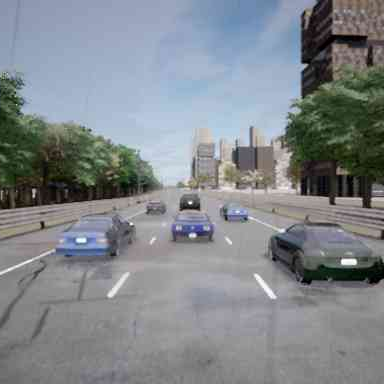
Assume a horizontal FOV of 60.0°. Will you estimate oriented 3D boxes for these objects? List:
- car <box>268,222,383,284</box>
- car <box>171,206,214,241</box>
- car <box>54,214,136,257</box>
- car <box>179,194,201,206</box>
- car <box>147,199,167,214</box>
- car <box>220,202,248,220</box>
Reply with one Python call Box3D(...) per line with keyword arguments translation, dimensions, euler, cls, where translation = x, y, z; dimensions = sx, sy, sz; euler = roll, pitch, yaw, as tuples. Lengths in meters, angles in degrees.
Box3D(translation=(3.565, 1.560, 9.583), dimensions=(1.994, 1.385, 4.181), euler=(0, 0, 0), cls="car")
Box3D(translation=(0.012, 1.593, 16.632), dimensions=(1.895, 1.301, 4.718), euler=(0, 0, -1), cls="car")
Box3D(translation=(-3.450, 1.544, 12.809), dimensions=(2.033, 1.411, 5.357), euler=(0, 0, 0), cls="car")
Box3D(translation=(-0.212, 1.191, 35.020), dimensions=(2.150, 2.045, 5.566), euler=(0, 0, -1), cls="car")
Box3D(translation=(-3.723, 1.462, 35.543), dimensions=(2.128, 1.511, 4.902), euler=(0, 0, -1), cls="car")
Box3D(translation=(3.402, 1.526, 27.586), dimensions=(2.033, 1.411, 5.357), euler=(0, 0, -1), cls="car")
